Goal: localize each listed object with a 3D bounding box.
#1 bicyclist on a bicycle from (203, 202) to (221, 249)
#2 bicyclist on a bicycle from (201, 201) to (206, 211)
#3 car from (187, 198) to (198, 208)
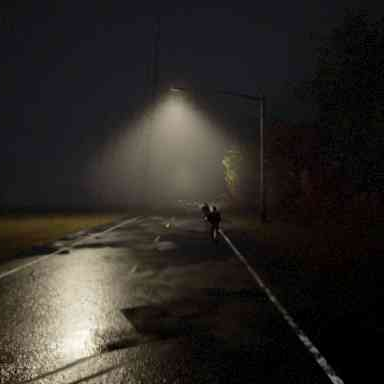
[{"bbox_3d":[0.961,1.473,14.313,0.659,1.776,1.843,0,0,0],"label":"bicyclist on a bicycle"},{"bbox_3d":[0.960,1.537,23.312,0.659,1.776,1.843,0,0,0],"label":"bicyclist on a bicycle"},{"bbox_3d":[0.094,2.005,56.626,1.895,1.301,4.718,0,0,0],"label":"car"}]
